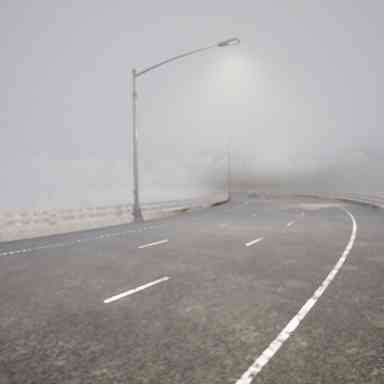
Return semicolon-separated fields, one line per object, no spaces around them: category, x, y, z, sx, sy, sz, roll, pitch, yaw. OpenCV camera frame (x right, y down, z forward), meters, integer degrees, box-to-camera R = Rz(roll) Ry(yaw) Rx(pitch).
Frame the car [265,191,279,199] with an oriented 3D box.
car;15.228;0.538;63.253;1.994;1.385;4.181;-1;1;2

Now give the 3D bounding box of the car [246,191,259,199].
car;11.825;0.511;65.064;1.837;1.490;4.892;-1;1;0
